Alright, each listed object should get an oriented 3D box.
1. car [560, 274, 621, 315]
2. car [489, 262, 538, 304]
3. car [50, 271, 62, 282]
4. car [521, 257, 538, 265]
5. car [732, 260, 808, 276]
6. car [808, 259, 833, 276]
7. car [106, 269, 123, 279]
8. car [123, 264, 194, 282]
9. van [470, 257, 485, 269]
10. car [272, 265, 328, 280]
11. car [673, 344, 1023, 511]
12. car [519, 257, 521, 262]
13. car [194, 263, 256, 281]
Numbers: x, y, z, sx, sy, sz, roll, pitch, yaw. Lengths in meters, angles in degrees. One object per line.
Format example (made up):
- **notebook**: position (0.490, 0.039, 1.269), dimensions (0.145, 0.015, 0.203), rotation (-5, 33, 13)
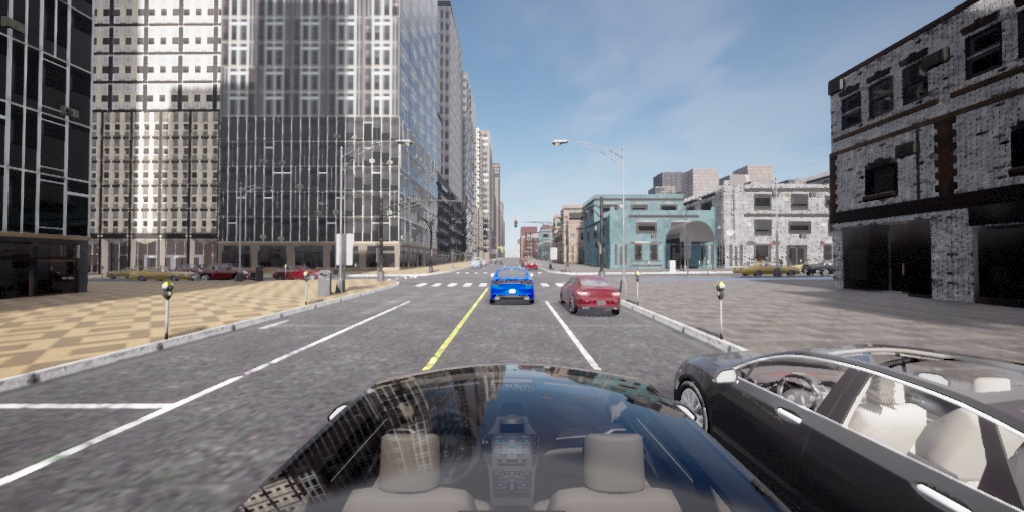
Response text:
- **car**: position (2.816, 1.333, 13.401), dimensions (1.802, 1.307, 4.207), rotation (0, 0, 0)
- **car**: position (0.000, 1.238, 16.501), dimensions (1.882, 1.535, 5.008), rotation (0, 0, 0)
- **car**: position (-40.151, 1.489, 29.743), dimensions (4.097, 1.591, 1.967), rotation (0, 0, 1)
- **car**: position (2.692, 1.192, 51.364), dimensions (1.967, 1.591, 4.097), rotation (0, 0, 0)
- **car**: position (20.690, 0.995, 29.159), dimensions (4.829, 1.417, 1.751), rotation (0, 0, 1)
- **car**: position (26.053, 0.968, 29.108), dimensions (4.403, 1.370, 2.007), rotation (0, 0, 1)
- **car**: position (-40.239, 1.722, 38.124), dimensions (4.829, 1.417, 1.751), rotation (0, 0, 1)
- **car**: position (-28.615, 1.466, 29.632), dimensions (4.829, 1.417, 1.751), rotation (0, 0, 1)
- **van**: position (-5.689, 1.093, 56.999), dimensions (1.690, 1.789, 3.998), rotation (0, 0, 0)
- **car**: position (-17.418, 1.413, 29.525), dimensions (4.207, 1.307, 1.802), rotation (0, 0, 1)
- **car**: position (2.692, 1.299, 2.449), dimensions (2.007, 1.370, 4.403), rotation (0, 0, 0)
- **car**: position (2.692, 1.067, 62.712), dimensions (2.192, 1.841, 5.009), rotation (0, 0, 0)
- **car**: position (-23.102, 1.326, 29.579), dimensions (4.097, 1.591, 1.967), rotation (0, 0, 1)
